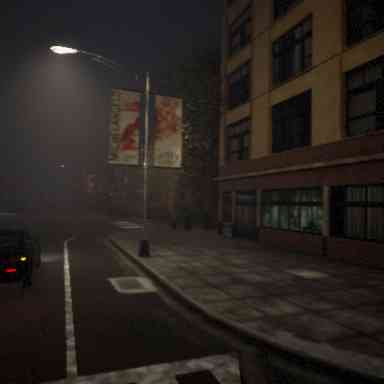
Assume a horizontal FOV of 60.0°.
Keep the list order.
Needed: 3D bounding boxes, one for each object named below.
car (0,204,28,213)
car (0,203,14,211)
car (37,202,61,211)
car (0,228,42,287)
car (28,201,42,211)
[{"bbox_3d":[-31.252,2.910,58.575,2.128,1.511,4.902,2,-2,-12],"label":"car"},{"bbox_3d":[-38.915,3.103,68.390,2.002,1.452,4.674,1,-2,-2],"label":"car"},{"bbox_3d":[-32.064,3.483,74.638,1.812,1.442,4.674,1,-2,6],"label":"car"},{"bbox_3d":[-5.490,1.761,9.635,1.812,1.442,4.674,2,-2,-21],"label":"car"},{"bbox_3d":[-35.478,3.135,75.433,2.150,2.045,5.566,1,-2,6],"label":"car"}]
